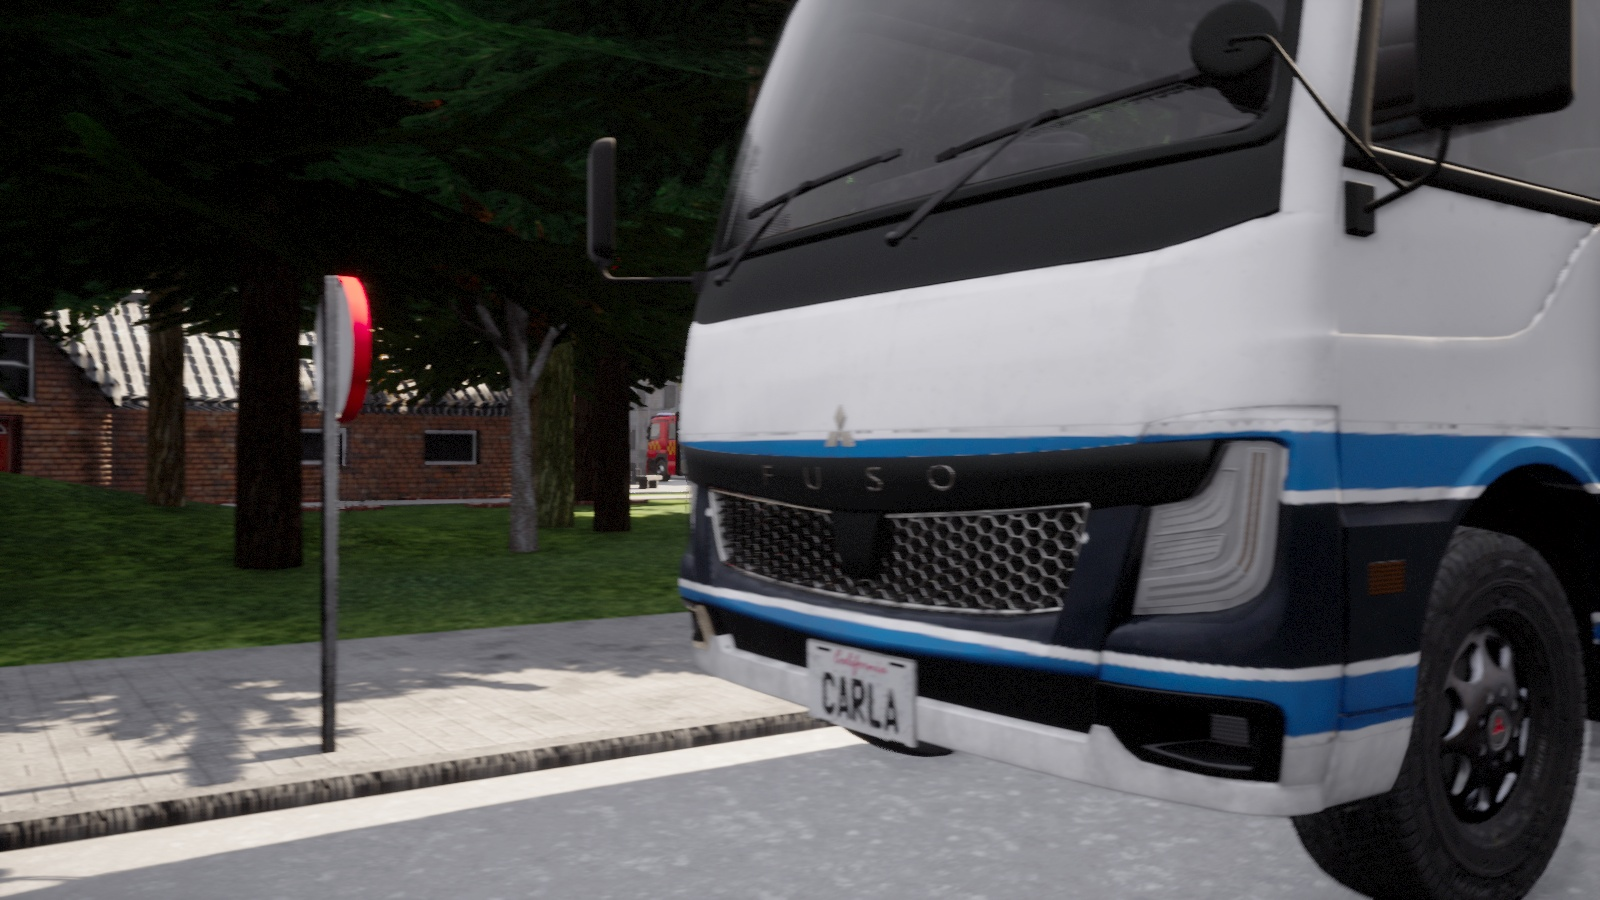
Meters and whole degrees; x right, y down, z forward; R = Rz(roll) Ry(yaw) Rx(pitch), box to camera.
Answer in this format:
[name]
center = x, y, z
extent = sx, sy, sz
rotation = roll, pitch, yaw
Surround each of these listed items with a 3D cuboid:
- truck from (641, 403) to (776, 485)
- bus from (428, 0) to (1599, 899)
[truck]
center = -4.722, -0.251, 62.819
extent = 2.891, 3.827, 8.468
rotation = 0, 0, -35
[bus]
center = 3.701, -0.622, 6.856
extent = 10.273, 4.253, 3.944
rotation = 0, 0, -35
